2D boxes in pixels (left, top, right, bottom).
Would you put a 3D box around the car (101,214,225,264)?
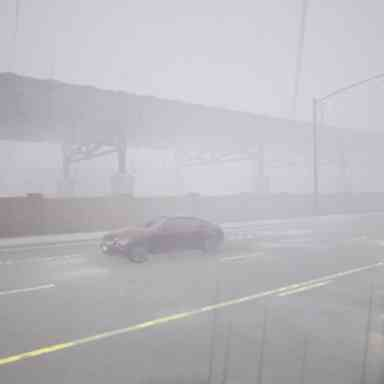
[{"bbox_3d":[-0.878,1.525,11.953,4.674,1.442,1.812,0,0,-35],"label":"car"}]
